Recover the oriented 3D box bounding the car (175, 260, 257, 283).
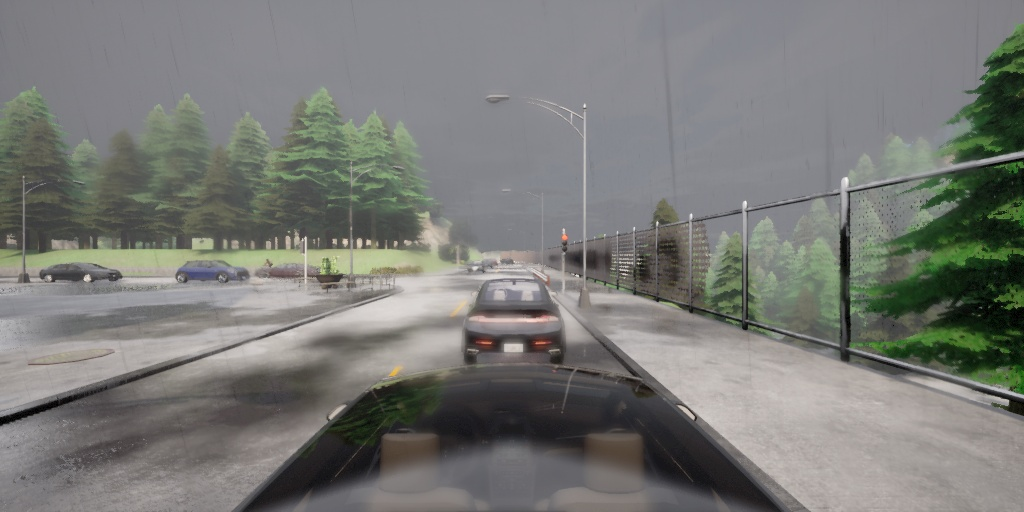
[{"bbox_3d":[-22.531,1.102,27.173,4.553,1.767,2.097,0,0,0],"label":"car"}]

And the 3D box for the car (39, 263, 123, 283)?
[{"bbox_3d":[-32.587,1.254,27.182,4.892,1.490,1.837,0,0,0],"label":"car"}]

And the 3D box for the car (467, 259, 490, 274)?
[{"bbox_3d":[-4.099,1.241,42.172,2.128,1.511,4.902,0,0,0],"label":"car"}]

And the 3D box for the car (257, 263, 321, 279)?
[{"bbox_3d":[-19.318,1.297,31.279,5.357,1.411,2.033,0,0,2],"label":"car"}]

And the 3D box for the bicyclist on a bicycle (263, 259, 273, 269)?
[{"bbox_3d":[-24.155,1.099,35.572,0.582,1.620,1.656,0,0,0],"label":"bicyclist on a bicycle"}]

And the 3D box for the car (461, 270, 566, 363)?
[{"bbox_3d":[0.047,1.241,8.092,2.128,1.511,4.902,0,0,1],"label":"car"}]

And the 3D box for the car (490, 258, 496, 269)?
[{"bbox_3d":[-4.083,1.254,58.289,1.837,1.490,4.892,0,0,0],"label":"car"}]
